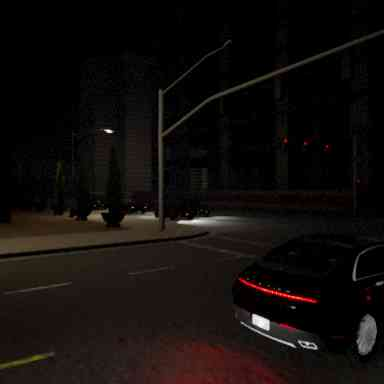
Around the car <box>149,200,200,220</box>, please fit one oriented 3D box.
[{"bbox_3d":[-1.556,1.628,28.623,1.994,1.385,4.181,0,0,-36],"label":"car"}]

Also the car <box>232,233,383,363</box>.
[{"bbox_3d":[2.891,1.507,5.915,4.892,1.490,1.837,0,0,-36],"label":"car"}]

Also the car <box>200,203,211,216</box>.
[{"bbox_3d":[-0.086,1.570,32.586,1.837,1.490,4.892,0,0,-36],"label":"car"}]

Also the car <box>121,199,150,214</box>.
[{"bbox_3d":[-6.649,1.667,35.752,1.895,1.301,4.718,0,0,-36],"label":"car"}]

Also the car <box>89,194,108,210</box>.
[{"bbox_3d":[-12.998,1.290,44.656,2.150,2.045,5.566,0,0,-35],"label":"car"}]
